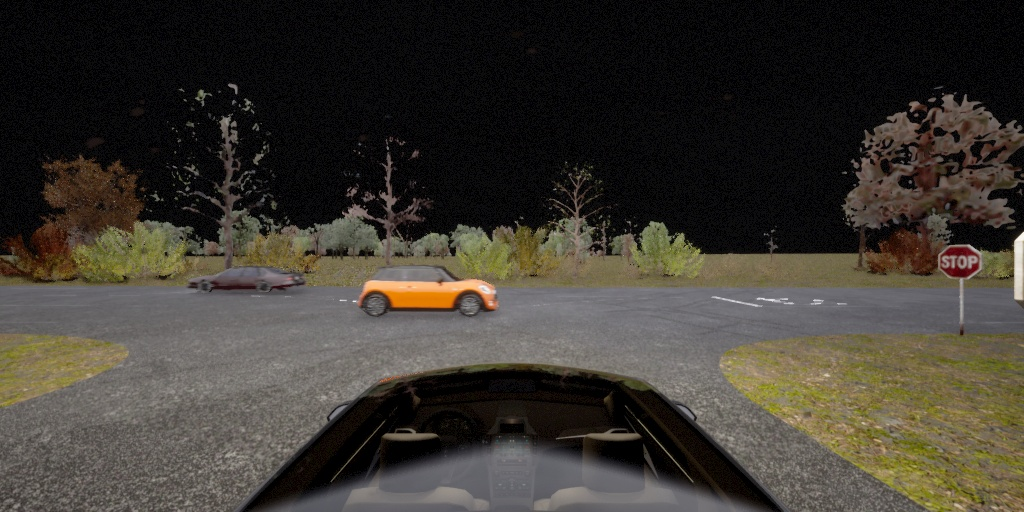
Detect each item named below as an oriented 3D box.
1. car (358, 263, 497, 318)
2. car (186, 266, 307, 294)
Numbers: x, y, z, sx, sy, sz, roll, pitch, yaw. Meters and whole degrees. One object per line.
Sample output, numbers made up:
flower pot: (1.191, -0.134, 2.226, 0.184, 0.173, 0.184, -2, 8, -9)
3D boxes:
car: (-2.785, 1.103, 12.519, 4.553, 1.767, 2.097, 0, 0, -1)
car: (-14.135, 1.241, 19.313, 5.357, 1.411, 2.033, 0, 0, -1)
